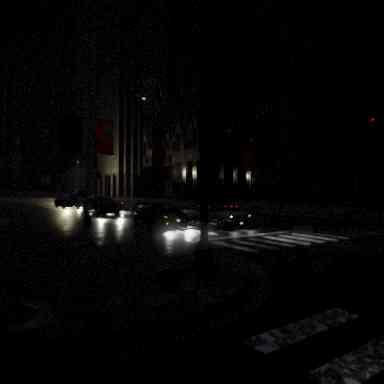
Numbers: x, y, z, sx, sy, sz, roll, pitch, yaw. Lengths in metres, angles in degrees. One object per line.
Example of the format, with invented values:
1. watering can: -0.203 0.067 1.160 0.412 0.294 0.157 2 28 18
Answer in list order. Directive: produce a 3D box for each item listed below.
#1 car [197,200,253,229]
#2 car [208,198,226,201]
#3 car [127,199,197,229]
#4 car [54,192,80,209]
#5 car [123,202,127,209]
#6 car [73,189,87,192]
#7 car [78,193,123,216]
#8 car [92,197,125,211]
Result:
1. car: 1.516 1.431 20.622 1.895 1.301 4.718 0 0 -36
2. car: 2.048 1.310 31.498 2.033 1.411 5.357 0 1 -35
3. car: -1.890 1.356 19.790 1.994 1.385 4.181 0 0 -35
4. car: -13.835 1.076 36.813 2.033 1.411 5.357 0 0 -35
5. car: -3.766 1.313 28.118 1.895 1.301 4.718 0 0 -35
6. car: -22.276 0.442 66.127 2.150 2.045 5.566 0 0 -35
7. car: -7.754 1.139 28.146 1.882 1.535 5.008 0 0 -35
8. car: -8.994 1.198 35.580 1.895 1.301 4.718 0 0 -35
